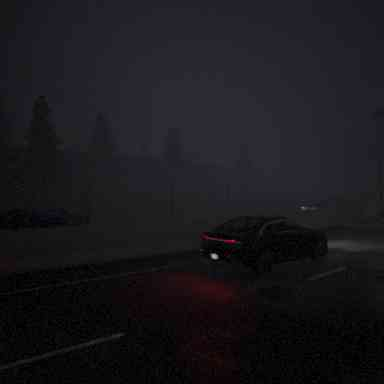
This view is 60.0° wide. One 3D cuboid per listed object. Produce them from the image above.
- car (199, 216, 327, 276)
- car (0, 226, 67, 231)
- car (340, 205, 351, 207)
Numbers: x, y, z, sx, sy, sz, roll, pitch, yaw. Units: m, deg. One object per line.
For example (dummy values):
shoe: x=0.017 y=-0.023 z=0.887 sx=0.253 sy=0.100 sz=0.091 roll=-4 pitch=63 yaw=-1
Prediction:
car: x=2.429 y=1.503 z=10.466 sx=4.902 sy=1.511 sz=2.128 roll=0 pitch=0 yaw=-41
car: x=-8.520 y=1.482 z=15.299 sx=5.008 sy=1.535 sz=1.882 roll=0 pitch=0 yaw=-38
car: x=18.193 y=1.650 z=39.180 sx=1.895 sy=1.301 sz=4.718 roll=0 pitch=0 yaw=37
